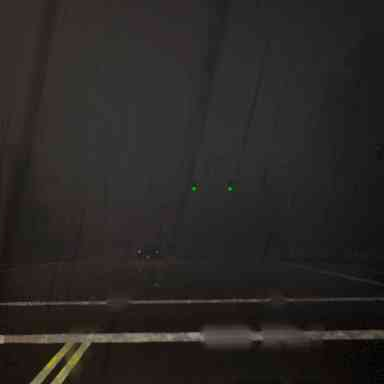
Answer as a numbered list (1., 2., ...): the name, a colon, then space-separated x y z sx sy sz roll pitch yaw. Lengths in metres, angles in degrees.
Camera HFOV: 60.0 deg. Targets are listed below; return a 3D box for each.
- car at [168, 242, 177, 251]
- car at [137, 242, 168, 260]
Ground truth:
1. car: -3.353 8.571 52.144 1.837 1.490 4.892 0 -6 0
2. car: -3.424 5.077 28.281 1.895 1.301 4.718 0 -8 0
